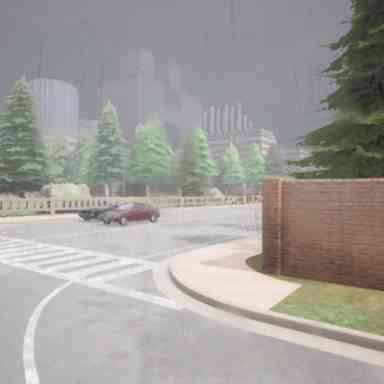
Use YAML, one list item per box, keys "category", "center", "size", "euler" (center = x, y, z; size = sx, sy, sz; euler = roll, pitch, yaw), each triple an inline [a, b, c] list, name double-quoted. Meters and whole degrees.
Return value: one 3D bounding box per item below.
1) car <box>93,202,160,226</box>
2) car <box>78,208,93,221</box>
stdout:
- category: "car"
  center: [-4.136, 1.447, 22.944]
  size: [1.812, 1.442, 4.674]
  euler: [0, 0, 35]
- category: "car"
  center: [-6.405, 1.505, 25.801]
  size: [1.895, 1.301, 4.718]
  euler: [0, 0, 35]
